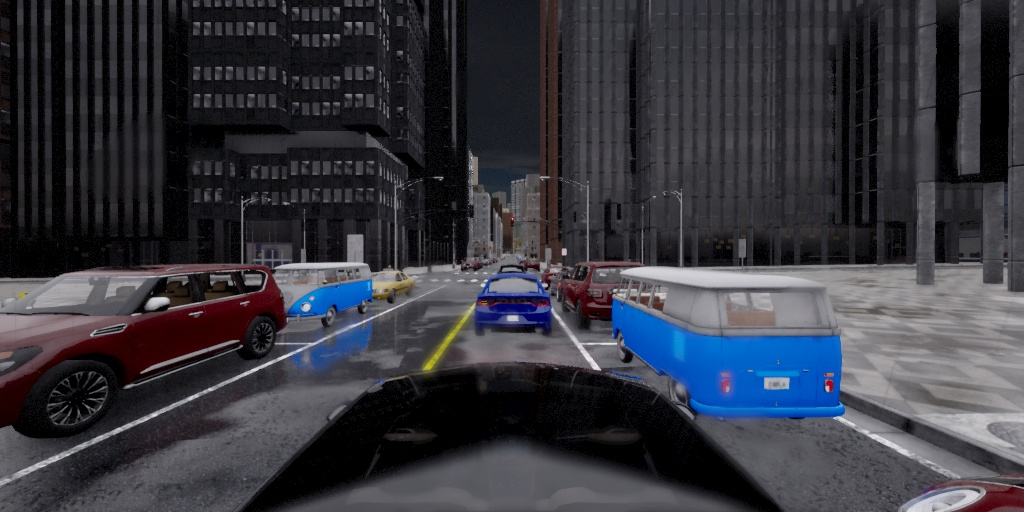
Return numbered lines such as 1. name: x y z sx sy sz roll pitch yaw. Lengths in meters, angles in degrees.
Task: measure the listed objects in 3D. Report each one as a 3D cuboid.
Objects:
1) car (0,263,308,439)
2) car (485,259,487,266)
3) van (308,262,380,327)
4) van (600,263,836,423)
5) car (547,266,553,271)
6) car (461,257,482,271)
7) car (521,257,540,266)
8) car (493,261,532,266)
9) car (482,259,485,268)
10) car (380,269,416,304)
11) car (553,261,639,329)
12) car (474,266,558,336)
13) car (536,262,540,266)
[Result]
1. car: -5.766 1.064 5.602 2.192 1.841 5.009 0 0 0
2. car: -5.771 1.348 60.501 1.948 1.339 4.313 0 0 0
3. van: -5.766 1.090 11.127 1.690 1.789 3.998 0 0 0
4. van: 2.766 1.091 5.590 1.690 1.789 3.998 0 0 0
5. car: 2.762 1.301 16.641 2.007 1.370 4.403 0 0 0
6. car: -5.769 1.084 49.215 2.192 1.841 5.009 0 0 0
7. car: 2.756 1.084 49.206 2.192 1.841 5.009 0 0 0
8. car: -0.002 1.257 20.774 1.837 1.490 4.892 0 0 0
9. car: -5.770 1.090 54.858 2.192 1.841 5.009 0 0 0
10. car: -5.765 1.276 16.481 1.751 1.417 4.829 0 0 0
11. car: 2.764 1.064 11.115 2.192 1.841 5.009 0 0 0
12. car: 0.057 1.227 10.403 1.882 1.535 5.008 0 0 1
13. car: 2.760 1.297 22.166 1.888 1.381 4.507 0 0 0
